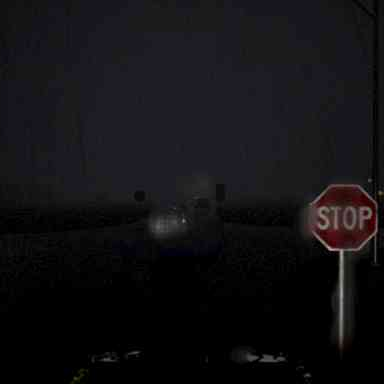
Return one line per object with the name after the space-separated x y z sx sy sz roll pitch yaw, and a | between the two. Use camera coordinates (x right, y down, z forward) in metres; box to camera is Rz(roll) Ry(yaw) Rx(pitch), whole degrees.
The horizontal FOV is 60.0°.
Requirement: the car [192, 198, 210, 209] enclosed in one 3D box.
1.427 1.524 44.650 2.033 1.411 5.357 0 0 3 | car

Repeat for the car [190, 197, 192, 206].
-0.833 1.492 55.293 1.812 1.442 4.674 0 0 4 | car

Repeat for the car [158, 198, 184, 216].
-2.119 1.511 32.356 1.812 1.442 4.674 0 0 3 | car

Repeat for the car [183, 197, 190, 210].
-1.645 1.579 42.298 1.895 1.301 4.718 0 0 3 | car
